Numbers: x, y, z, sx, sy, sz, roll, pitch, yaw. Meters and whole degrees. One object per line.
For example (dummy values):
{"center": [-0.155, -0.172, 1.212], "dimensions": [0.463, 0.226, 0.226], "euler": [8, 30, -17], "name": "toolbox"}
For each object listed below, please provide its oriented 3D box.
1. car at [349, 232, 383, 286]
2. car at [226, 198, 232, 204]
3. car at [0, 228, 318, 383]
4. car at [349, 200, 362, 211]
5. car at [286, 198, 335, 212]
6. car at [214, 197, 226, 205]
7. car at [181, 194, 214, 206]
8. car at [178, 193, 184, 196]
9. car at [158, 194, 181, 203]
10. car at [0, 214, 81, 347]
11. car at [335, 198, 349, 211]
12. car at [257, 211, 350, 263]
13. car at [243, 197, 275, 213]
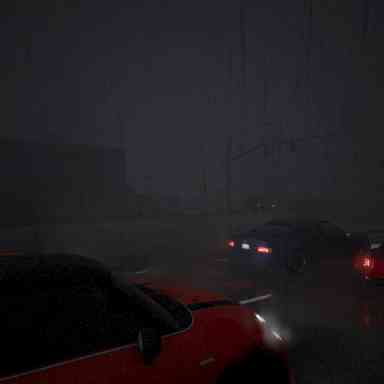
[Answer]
{"center": [6.108, 1.601, 8.144], "dimensions": [4.718, 1.301, 1.895], "euler": [0, 0, -35], "name": "car"}
{"center": [5.251, 1.564, 59.898], "dimensions": [1.994, 1.385, 4.181], "euler": [0, 0, -36], "name": "car"}
{"center": [-1.222, 1.352, 2.875], "dimensions": [4.553, 1.767, 2.097], "euler": [0, 0, -35], "name": "car"}
{"center": [18.609, 1.477, 41.537], "dimensions": [1.882, 1.535, 5.008], "euler": [0, 0, -36], "name": "car"}
{"center": [12.906, 1.491, 37.477], "dimensions": [2.128, 1.511, 4.902], "euler": [0, 0, -36], "name": "car"}
{"center": [3.046, 1.478, 56.967], "dimensions": [1.882, 1.535, 5.008], "euler": [0, 0, -36], "name": "car"}
{"center": [0.827, 1.477, 54.065], "dimensions": [1.882, 1.535, 5.008], "euler": [0, 0, -36], "name": "car"}
{"center": [-2.687, 1.225, 70.930], "dimensions": [2.150, 2.045, 5.566], "euler": [0, 0, -36], "name": "car"}
{"center": [-4.664, 1.547, 55.655], "dimensions": [2.033, 1.411, 5.357], "euler": [0, 0, -36], "name": "car"}
{"center": [-4.281, 1.352, 4.993], "dimensions": [4.553, 1.767, 2.097], "euler": [0, 0, -35], "name": "car"}
{"center": [15.584, 1.477, 39.746], "dimensions": [1.882, 1.535, 5.008], "euler": [0, 0, -36], "name": "car"}
{"center": [3.534, 1.547, 10.615], "dimensions": [5.357, 1.411, 2.033], "euler": [0, 0, -35], "name": "car"}
{"center": [7.271, 1.352, 36.309], "dimensions": [2.097, 1.767, 4.553], "euler": [0, 0, -11], "name": "car"}
